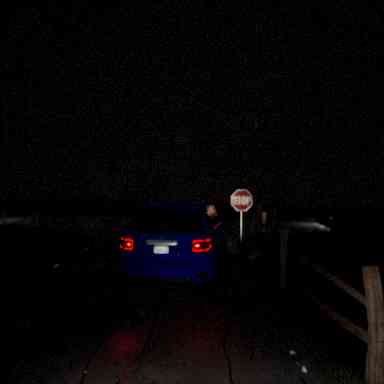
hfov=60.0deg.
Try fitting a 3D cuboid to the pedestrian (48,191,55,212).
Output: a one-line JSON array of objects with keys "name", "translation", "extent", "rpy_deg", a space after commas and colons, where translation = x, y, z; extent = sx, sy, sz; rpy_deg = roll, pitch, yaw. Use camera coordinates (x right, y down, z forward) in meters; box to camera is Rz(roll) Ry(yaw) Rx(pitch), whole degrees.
[{"name": "pedestrian", "translation": [-12.011, 0.766, 28.351], "extent": [0.375, 1.860, 0.375], "rpy_deg": [0, 1, 0]}]

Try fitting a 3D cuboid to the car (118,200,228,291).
[{"name": "car", "translation": [-0.235, 1.216, 9.224], "extent": [2.150, 2.045, 5.566], "rpy_deg": [0, 0, 8]}]

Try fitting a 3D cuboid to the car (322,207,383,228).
[{"name": "car", "translation": [12.809, 1.898, 25.205], "extent": [5.357, 1.411, 2.033], "rpy_deg": [2, 3, 0]}]
